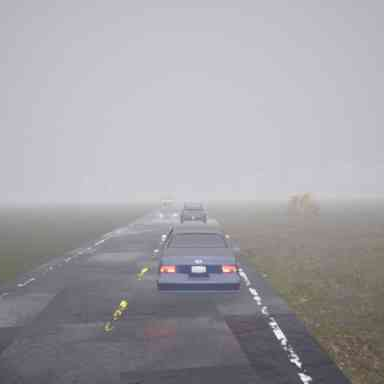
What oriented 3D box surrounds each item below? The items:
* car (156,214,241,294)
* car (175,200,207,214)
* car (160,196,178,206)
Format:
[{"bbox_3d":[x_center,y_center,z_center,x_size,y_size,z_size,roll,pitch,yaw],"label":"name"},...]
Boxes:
[{"bbox_3d":[0.113,1.549,8.962,2.033,1.411,5.357,0,0,0],"label":"car"},{"bbox_3d":[0.100,1.498,24.427,2.128,1.511,4.902,0,0,0],"label":"car"},{"bbox_3d":[-2.710,1.147,40.006,1.882,1.535,5.008,0,0,0],"label":"car"}]
